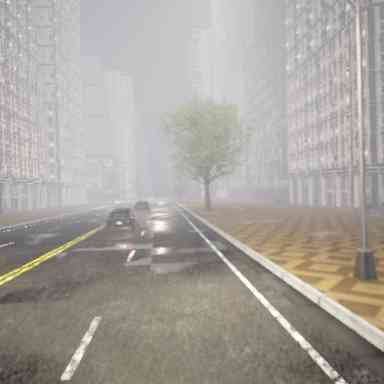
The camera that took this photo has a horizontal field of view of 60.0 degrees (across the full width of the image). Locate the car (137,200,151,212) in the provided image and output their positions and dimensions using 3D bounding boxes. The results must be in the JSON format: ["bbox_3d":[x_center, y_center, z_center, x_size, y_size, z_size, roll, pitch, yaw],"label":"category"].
[{"bbox_3d":[-6.461,1.849,43.787,1.882,1.535,5.008,-2,0,-5],"label":"car"}]

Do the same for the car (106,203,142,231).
[{"bbox_3d":[-4.687,1.759,22.790,1.812,1.442,4.674,-2,0,-5],"label":"car"}]
